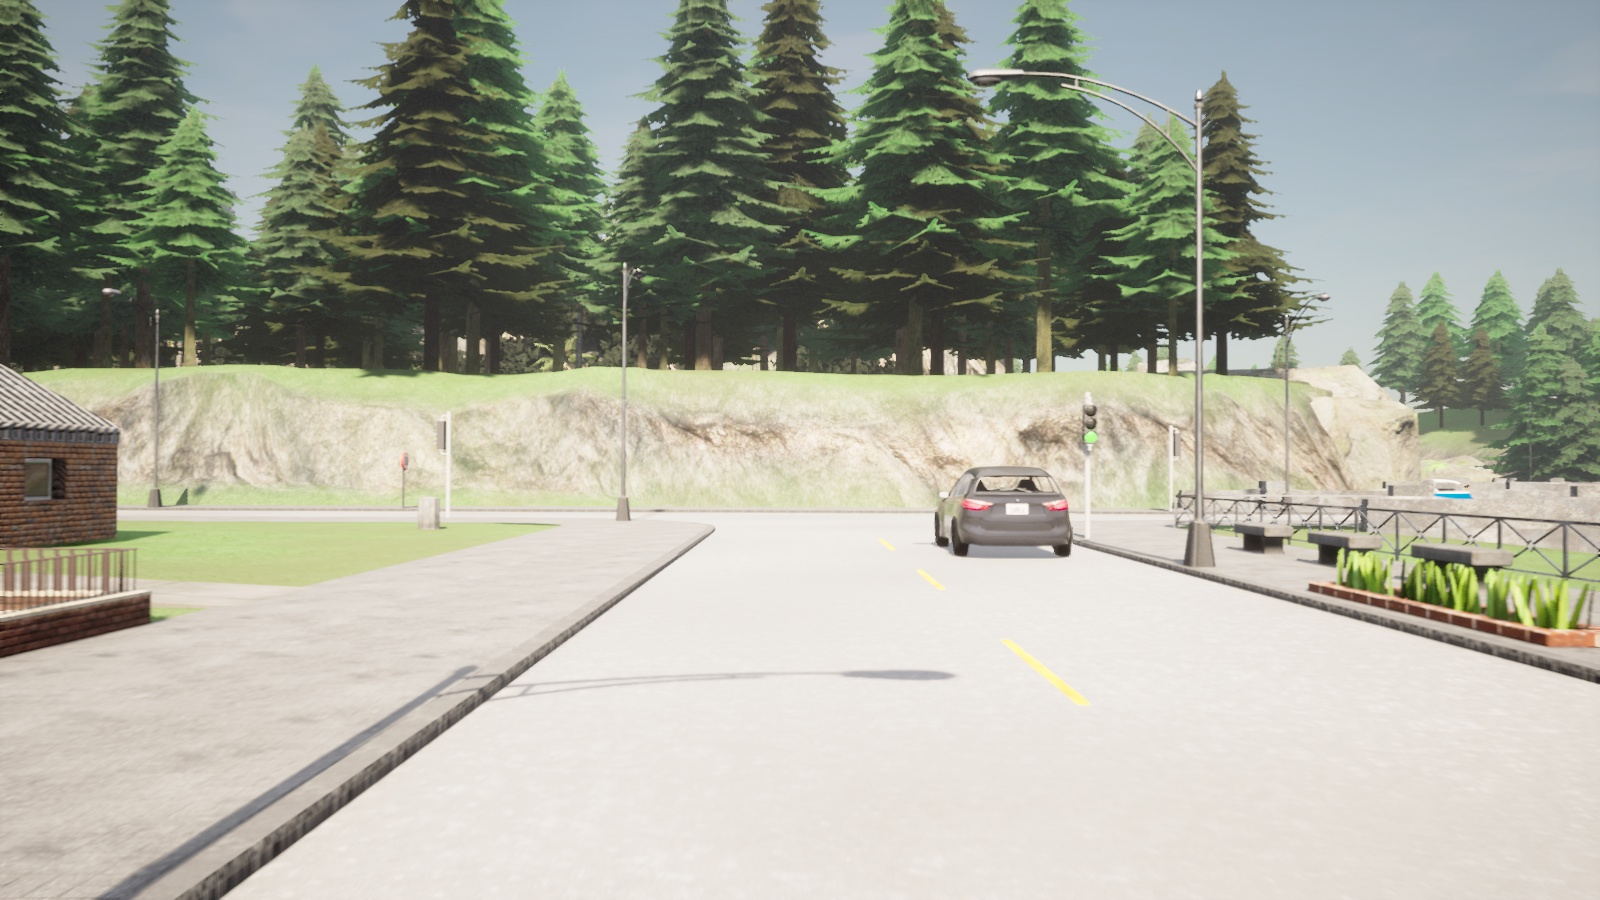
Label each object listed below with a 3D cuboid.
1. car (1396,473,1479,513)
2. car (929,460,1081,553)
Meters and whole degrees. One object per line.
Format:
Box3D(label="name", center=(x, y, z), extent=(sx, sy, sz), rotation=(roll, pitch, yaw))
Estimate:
Box3D(label="car", center=(22.788, 1.531, 44.960), extent=(2.207, 1.376, 1.481), rotation=(0, -1, 0))
Box3D(label="car", center=(3.941, 1.062, 25.013), extent=(2.242, 1.667, 4.611), rotation=(0, -1, 0))
